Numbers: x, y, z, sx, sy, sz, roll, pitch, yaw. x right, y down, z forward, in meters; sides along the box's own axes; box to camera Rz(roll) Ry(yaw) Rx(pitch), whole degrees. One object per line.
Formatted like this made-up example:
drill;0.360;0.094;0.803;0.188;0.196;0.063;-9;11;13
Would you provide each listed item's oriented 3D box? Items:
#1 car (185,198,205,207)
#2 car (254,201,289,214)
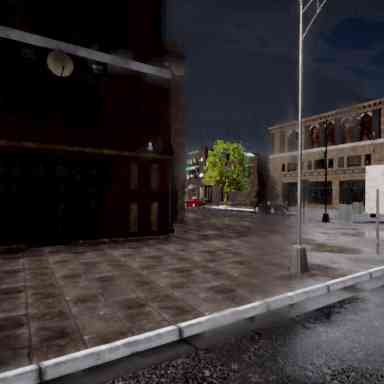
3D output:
car;0.422;1.621;51.459;1.887;1.381;4.507;1;-1;-27
car;8.500;1.624;35.983;2.008;1.369;4.403;1;-1;-27
